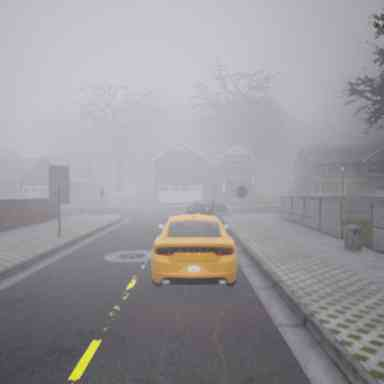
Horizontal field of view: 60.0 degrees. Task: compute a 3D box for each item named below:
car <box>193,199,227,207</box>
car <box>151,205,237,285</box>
[{"bbox_3d":[1.307,1.212,25.434,1.895,1.301,4.718,1,1,21],"label":"car"},{"bbox_3d":[0.051,1.340,9.095,1.882,1.535,5.008,0,1,0],"label":"car"}]
